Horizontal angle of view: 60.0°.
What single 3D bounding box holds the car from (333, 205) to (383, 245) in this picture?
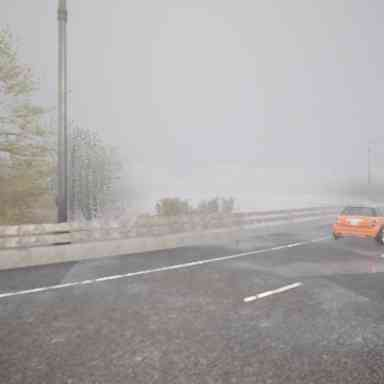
[{"bbox_3d":[8.697,1.385,16.135,4.553,1.767,2.097,0,0,-44],"label":"car"}]
